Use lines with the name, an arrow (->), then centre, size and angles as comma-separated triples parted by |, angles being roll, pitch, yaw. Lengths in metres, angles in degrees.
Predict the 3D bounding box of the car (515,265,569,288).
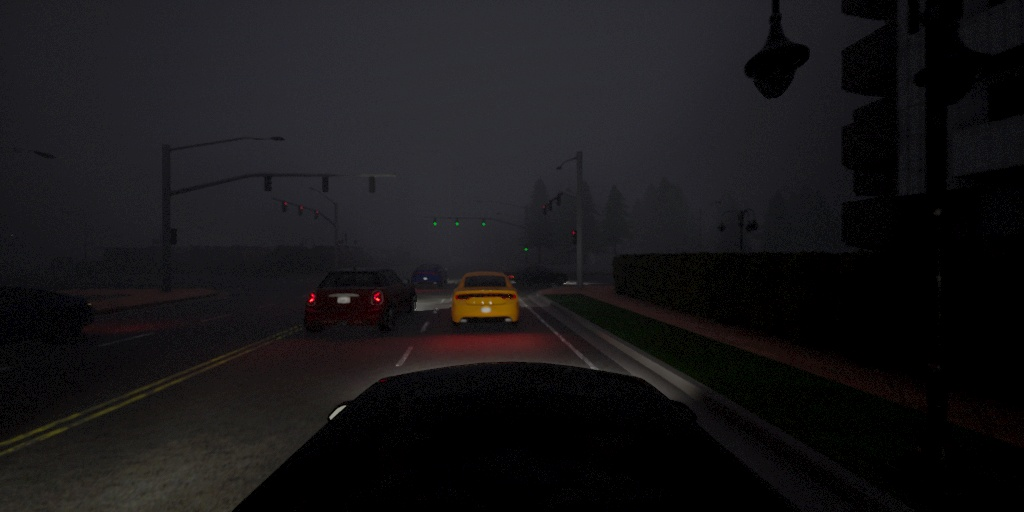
car -> 1.435, 1.310, 24.058 | 5.357, 1.411, 2.033 | 0, 0, -40

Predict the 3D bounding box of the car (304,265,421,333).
car -> -4.348, 1.118, 11.009 | 2.097, 1.767, 4.553 | 0, 0, -5

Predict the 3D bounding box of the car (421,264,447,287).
car -> -5.580, 1.256, 24.728 | 1.882, 1.535, 5.008 | 0, 0, -4

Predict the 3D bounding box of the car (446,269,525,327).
car -> -0.882, 1.237, 11.700 | 1.882, 1.535, 5.008 | 0, 0, -5

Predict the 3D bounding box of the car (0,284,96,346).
car -> -11.022, 1.304, 6.884 | 1.812, 1.442, 4.674 | 0, 0, -6
